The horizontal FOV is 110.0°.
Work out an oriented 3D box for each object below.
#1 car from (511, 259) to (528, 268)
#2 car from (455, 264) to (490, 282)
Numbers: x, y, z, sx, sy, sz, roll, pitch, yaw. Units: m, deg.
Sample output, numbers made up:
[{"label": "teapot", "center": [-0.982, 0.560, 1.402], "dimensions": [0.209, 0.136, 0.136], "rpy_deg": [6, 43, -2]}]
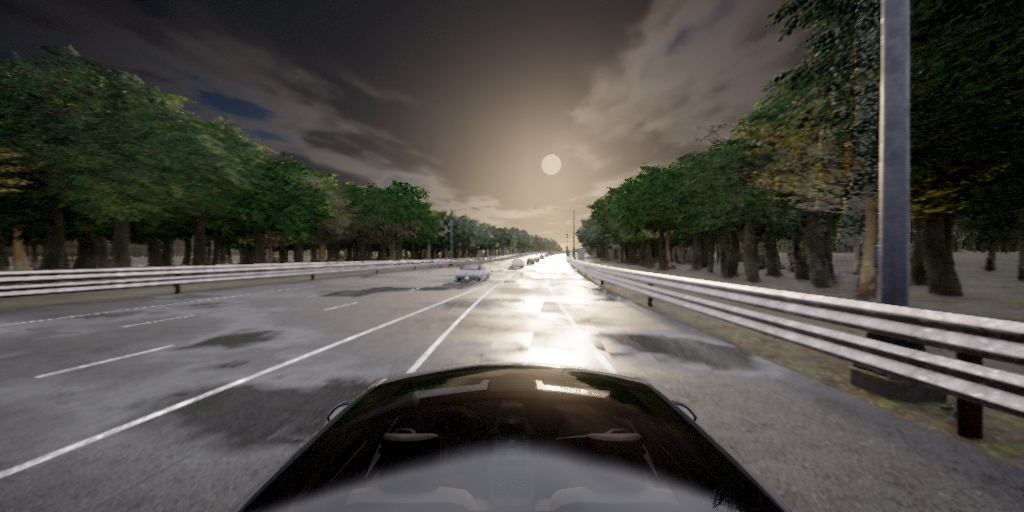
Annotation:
[{"label": "car", "center": [0.974, 1.213, 58.007], "dimensions": [1.812, 1.442, 4.674], "rpy_deg": [0, 0, 8]}, {"label": "car", "center": [-2.993, 1.315, 28.320], "dimensions": [1.895, 1.301, 4.718], "rpy_deg": [0, 0, 8]}]
